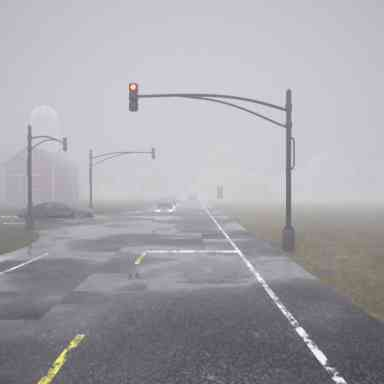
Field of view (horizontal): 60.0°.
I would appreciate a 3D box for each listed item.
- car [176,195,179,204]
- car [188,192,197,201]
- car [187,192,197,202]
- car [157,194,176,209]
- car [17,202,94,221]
[{"bbox_3d":[-3.559,1.515,54.982,1.994,1.385,4.181,0,0,0],"label":"car"},{"bbox_3d":[0.055,1.115,85.531,2.150,2.045,5.566,0,0,0],"label":"car"},{"bbox_3d":[0.065,1.140,74.887,2.150,2.045,5.566,0,0,0],"label":"car"},{"bbox_3d":[-3.572,1.443,45.088,1.882,1.535,5.008,0,0,0],"label":"car"},{"bbox_3d":[-10.355,1.456,25.601,5.357,1.411,2.033,0,1,-17],"label":"car"}]
